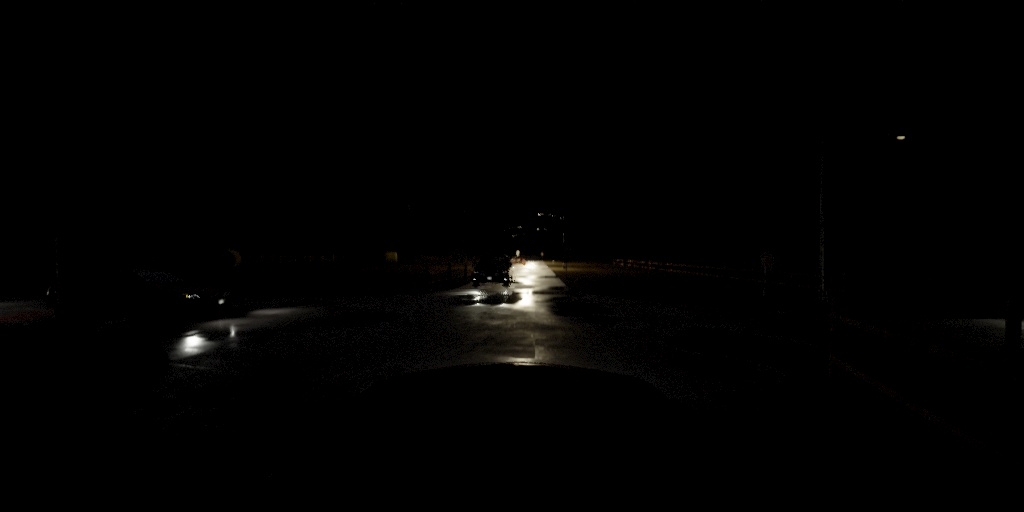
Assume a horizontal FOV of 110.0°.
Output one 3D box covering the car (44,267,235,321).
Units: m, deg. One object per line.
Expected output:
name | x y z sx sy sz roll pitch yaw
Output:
car | -11.150 1.069 10.879 4.674 1.442 1.812 1 1 0

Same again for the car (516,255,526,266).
car | 1.228 0.687 59.485 2.097 1.767 4.553 0 0 4

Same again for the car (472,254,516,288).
car | -1.129 0.897 23.415 2.150 2.045 5.566 0 1 4
